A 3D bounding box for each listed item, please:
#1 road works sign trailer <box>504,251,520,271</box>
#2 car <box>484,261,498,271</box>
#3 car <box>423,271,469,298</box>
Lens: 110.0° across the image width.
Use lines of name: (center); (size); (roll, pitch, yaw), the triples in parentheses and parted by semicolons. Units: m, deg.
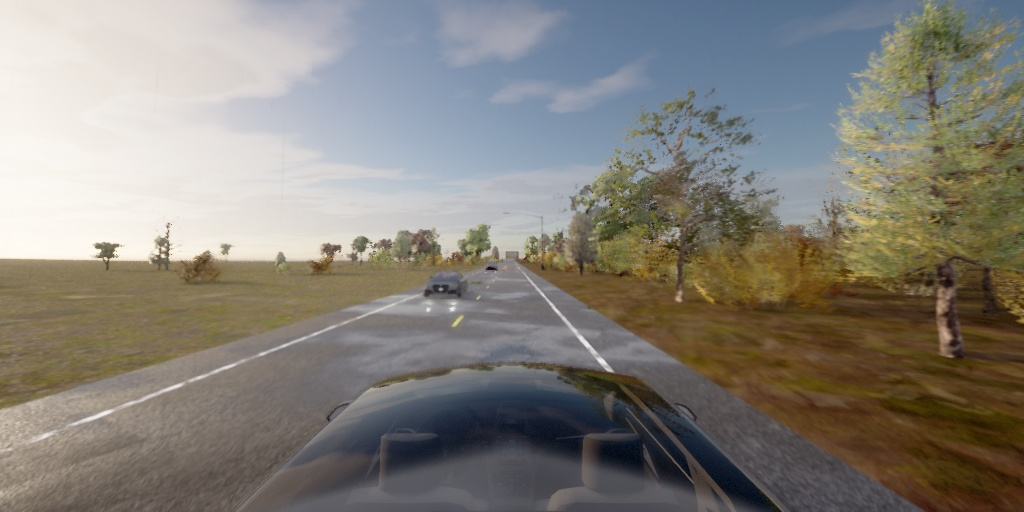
road works sign trailer: (-0.011, 0.848, 64.815); (2.380, 3.560, 2.880); (0, 0, 0)
car: (-3.546, 1.707, 61.737); (2.097, 1.767, 4.553); (0, -1, 1)
car: (-3.602, 1.512, 20.119); (1.994, 1.385, 4.181); (0, -1, 0)
